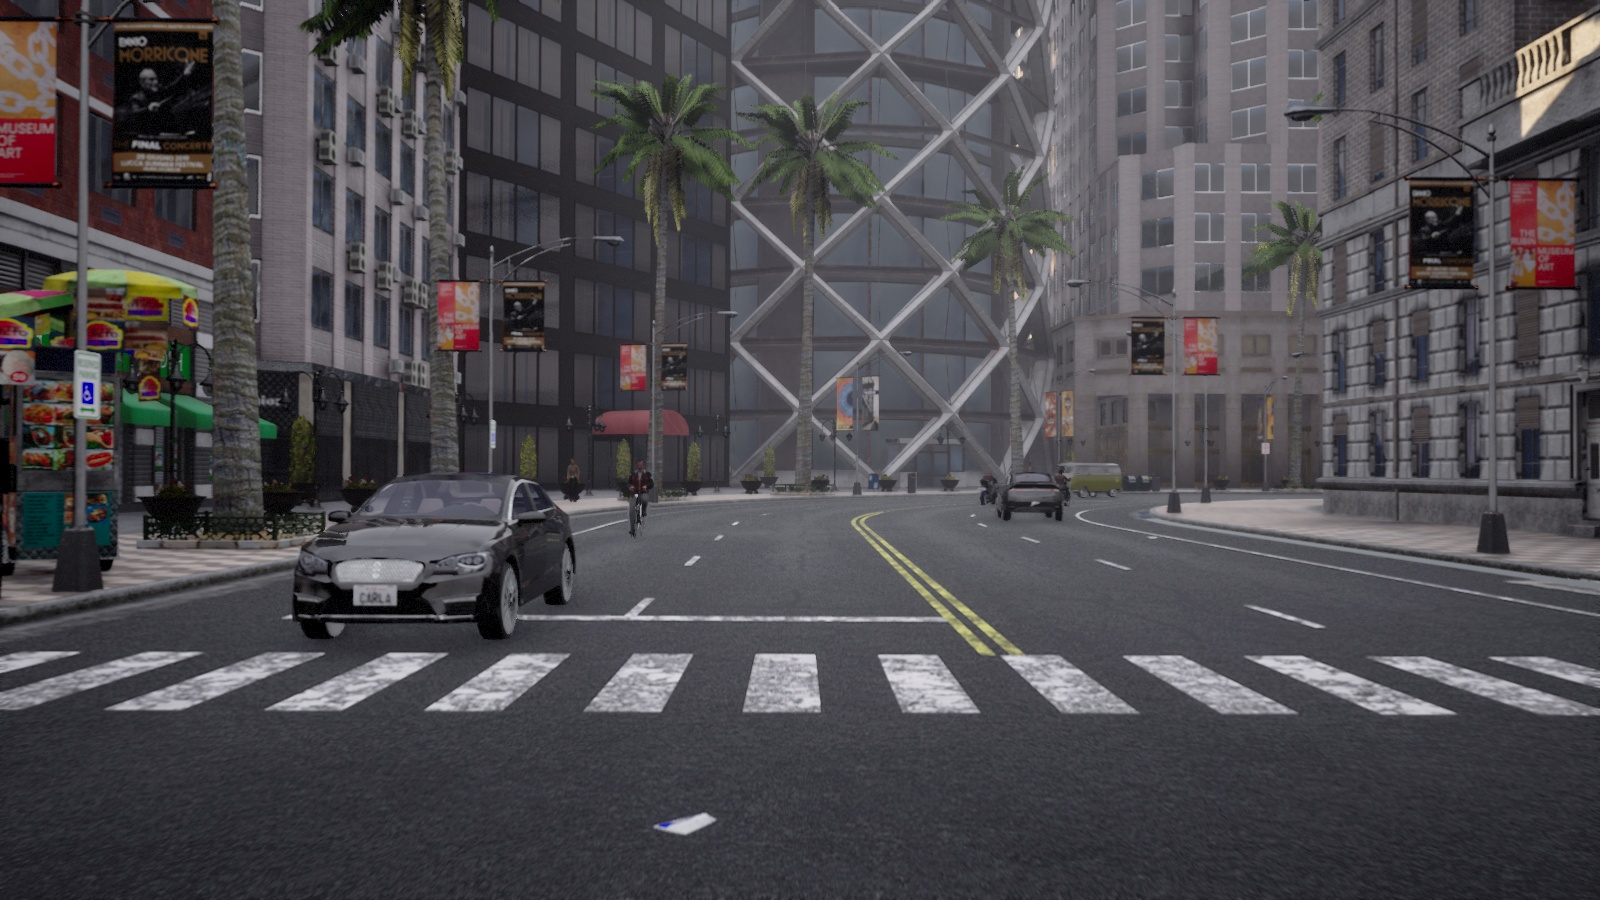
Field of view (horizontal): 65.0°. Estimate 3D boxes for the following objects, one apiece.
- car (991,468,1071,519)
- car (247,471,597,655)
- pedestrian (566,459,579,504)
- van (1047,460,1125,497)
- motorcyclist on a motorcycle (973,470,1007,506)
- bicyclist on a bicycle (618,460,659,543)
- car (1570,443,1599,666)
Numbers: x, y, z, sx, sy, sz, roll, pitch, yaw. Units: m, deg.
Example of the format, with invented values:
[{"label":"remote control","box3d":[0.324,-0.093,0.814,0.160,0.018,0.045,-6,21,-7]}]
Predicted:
[{"label":"car","box3d":[7.320,1.351,40.256,2.128,1.511,4.902,0,-1,6]},{"label":"car","box3d":[-3.533,0.978,12.878,2.128,1.511,4.902,0,-1,0]},{"label":"pedestrian","box3d":[-9.281,1.285,51.291,0.331,1.846,0.634,0,-1,10]},{"label":"van","box3d":[16.045,1.570,70.410,4.442,1.987,1.775,0,-1,-37]},{"label":"motorcyclist on a motorcycle","box3d":[8.381,1.654,55.292,0.866,1.530,2.191,0,-1,26]},{"label":"bicyclist on a bicycle","box3d":[-3.570,1.120,27.841,0.659,1.776,1.843,0,-1,0]},{"label":"car","box3d":[7.943,0.747,8.047,2.242,1.667,4.611,0,-1,-28]}]
